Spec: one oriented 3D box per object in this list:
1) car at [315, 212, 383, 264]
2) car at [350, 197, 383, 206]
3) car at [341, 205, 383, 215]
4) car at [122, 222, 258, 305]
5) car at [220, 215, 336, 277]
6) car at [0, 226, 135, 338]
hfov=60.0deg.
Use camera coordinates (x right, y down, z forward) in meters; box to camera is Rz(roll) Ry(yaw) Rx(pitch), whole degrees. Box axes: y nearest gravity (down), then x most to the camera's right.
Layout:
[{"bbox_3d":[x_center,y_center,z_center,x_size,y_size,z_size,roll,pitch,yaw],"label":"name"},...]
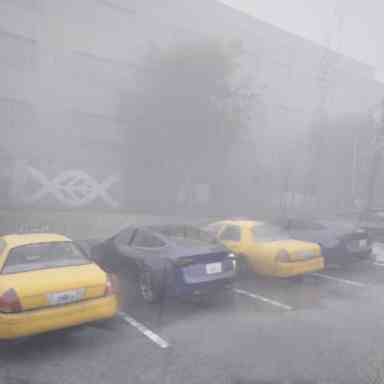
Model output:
[{"bbox_3d":[3.618,1.537,11.589,2.163,1.488,4.792,0,0,-36],"label":"car"},{"bbox_3d":[10.473,1.281,16.413,2.435,2.045,5.566,0,0,-36],"label":"car"},{"bbox_3d":[8.199,1.554,14.788,2.163,1.488,4.792,0,0,-36],"label":"car"},{"bbox_3d":[-0.930,1.521,8.342,2.163,1.488,4.792,0,0,-35],"label":"car"},{"bbox_3d":[1.253,1.497,10.093,1.946,1.575,5.366,0,0,-36],"label":"car"},{"bbox_3d":[-3.294,1.480,6.846,1.946,1.575,5.366,0,0,-36],"label":"car"}]
